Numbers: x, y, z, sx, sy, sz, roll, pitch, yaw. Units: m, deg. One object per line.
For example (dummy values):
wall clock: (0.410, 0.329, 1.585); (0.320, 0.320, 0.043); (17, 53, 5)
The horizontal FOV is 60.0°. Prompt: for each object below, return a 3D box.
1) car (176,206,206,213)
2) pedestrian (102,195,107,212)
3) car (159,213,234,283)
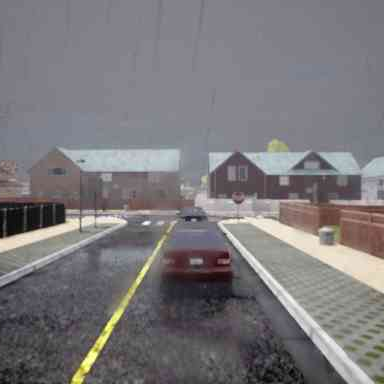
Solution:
car: (-0.018, 1.611, 21.009); (2.033, 1.411, 5.357); (0, 0, -3)
pedestrian: (-9.371, 1.161, 35.472); (0.375, 1.860, 0.375); (0, -1, 1)
car: (0.097, 1.578, 9.801); (2.033, 1.411, 5.357); (0, 0, 0)
